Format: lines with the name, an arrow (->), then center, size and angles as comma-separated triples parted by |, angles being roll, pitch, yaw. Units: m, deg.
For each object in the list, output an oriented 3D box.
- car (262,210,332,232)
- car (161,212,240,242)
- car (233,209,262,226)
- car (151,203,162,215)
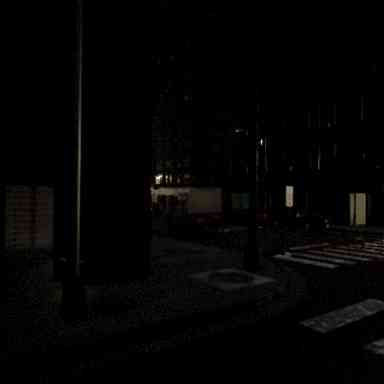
car -> 7.304, 1.922, 22.738 | 2.008, 1.369, 4.403 | 0, -1, -35
car -> 0.343, 1.819, 17.818 | 1.802, 1.307, 4.206 | 0, -1, -35
car -> 4.126, 2.009, 27.261 | 1.802, 1.307, 4.206 | 0, -1, -35
car -> -5.408, 2.036, 40.836 | 1.967, 1.590, 4.097 | 0, -1, -35
